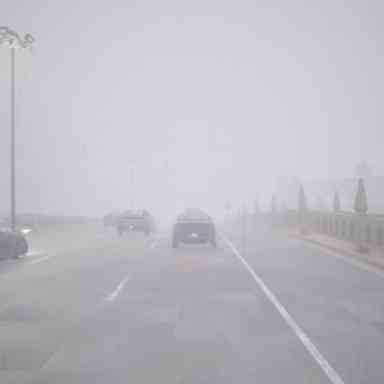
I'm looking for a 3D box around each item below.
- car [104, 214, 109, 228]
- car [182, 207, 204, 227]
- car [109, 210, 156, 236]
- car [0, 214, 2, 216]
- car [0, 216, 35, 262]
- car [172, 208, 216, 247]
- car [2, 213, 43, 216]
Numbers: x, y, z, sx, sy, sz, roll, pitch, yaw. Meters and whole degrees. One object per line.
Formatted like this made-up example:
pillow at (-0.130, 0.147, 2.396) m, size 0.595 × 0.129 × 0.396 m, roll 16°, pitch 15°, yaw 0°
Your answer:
car at (-6.907, 2.602, 31.500) m, size 1.882 × 1.535 × 5.008 m, roll 0°, pitch -5°, yaw 0°
car at (0.092, 2.848, 36.619) m, size 2.150 × 2.045 × 5.566 m, roll 0°, pitch -6°, yaw 0°
car at (-3.404, 1.889, 21.048) m, size 2.128 × 1.511 × 4.902 m, roll 0°, pitch -3°, yaw 0°
car at (-17.595, 2.880, 34.111) m, size 1.837 × 1.490 × 4.892 m, roll 0°, pitch -6°, yaw 0°
car at (-6.902, 1.649, 10.280) m, size 1.994 × 1.385 × 4.181 m, roll 0°, pitch 0°, yaw 0°
car at (0.097, 1.671, 15.917) m, size 1.882 × 1.535 × 5.008 m, roll 0°, pitch -2°, yaw 0°
car at (-14.096, 2.474, 28.919) m, size 1.994 × 1.385 × 4.181 m, roll 0°, pitch -5°, yaw 0°
